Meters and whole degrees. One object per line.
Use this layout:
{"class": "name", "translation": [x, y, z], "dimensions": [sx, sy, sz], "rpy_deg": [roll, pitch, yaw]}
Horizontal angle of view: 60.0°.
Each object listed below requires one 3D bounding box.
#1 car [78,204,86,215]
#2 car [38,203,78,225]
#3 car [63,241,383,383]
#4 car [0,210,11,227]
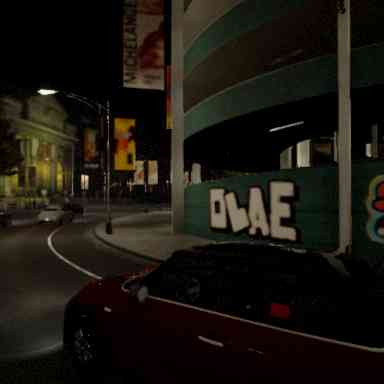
{"class": "car", "translation": [-14.125, 2.014, 38.878], "dimensions": [1.837, 1.490, 4.892], "rpy_deg": [0, 0, 6]}
{"class": "car", "translation": [-11.264, 1.890, 27.682], "dimensions": [1.812, 1.442, 4.674], "rpy_deg": [0, 0, -5]}
{"class": "car", "translation": [0.379, 1.401, 4.056], "dimensions": [4.553, 1.767, 2.097], "rpy_deg": [-1, -1, 39]}
{"class": "car", "translation": [-14.184, 1.810, 23.054], "dimensions": [2.128, 1.511, 4.902], "rpy_deg": [0, -1, -12]}
